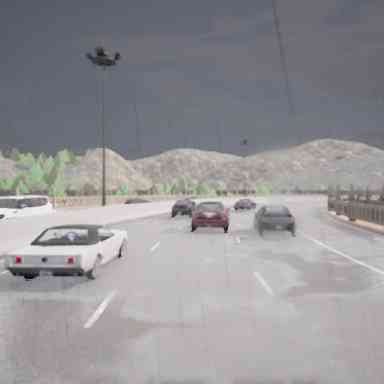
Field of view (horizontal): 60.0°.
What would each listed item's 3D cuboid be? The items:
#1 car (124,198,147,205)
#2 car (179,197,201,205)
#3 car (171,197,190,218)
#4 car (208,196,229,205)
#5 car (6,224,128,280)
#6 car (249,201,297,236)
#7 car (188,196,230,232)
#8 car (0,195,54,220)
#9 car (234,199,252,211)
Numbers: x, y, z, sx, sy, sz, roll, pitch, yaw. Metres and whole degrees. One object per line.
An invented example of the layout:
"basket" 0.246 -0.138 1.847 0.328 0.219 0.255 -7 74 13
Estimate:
"car" -8.443 1.529 50.214 1.994 1.385 4.181 0 0 23
"car" -0.304 1.525 58.820 1.994 1.385 4.181 0 0 29
"car" -0.465 1.484 29.798 1.837 1.490 4.892 0 0 13
"car" 4.808 1.519 60.568 1.812 1.442 4.674 0 0 32
"car" -3.279 1.594 9.880 1.895 1.301 4.718 0 0 2
"car" 4.451 1.479 18.236 2.128 1.511 4.902 0 0 7
"car" 1.232 1.338 20.393 2.097 1.767 4.553 0 0 8
"car" -9.830 1.209 18.388 2.150 2.045 5.566 0 0 6
"car" 6.525 1.520 40.368 2.033 1.411 5.357 0 0 22
